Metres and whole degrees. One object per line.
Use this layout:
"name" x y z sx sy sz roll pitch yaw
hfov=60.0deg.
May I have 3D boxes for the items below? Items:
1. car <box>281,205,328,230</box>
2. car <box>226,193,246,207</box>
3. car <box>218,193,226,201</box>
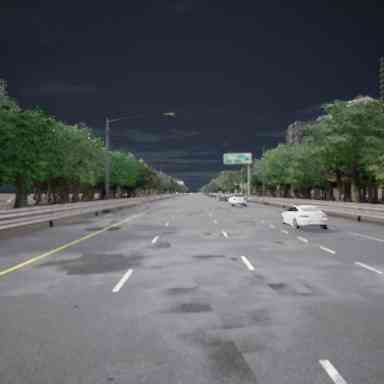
"car" 7.020 1.534 21.040 1.812 1.442 4.674 0 0 0
"car" 7.136 1.217 52.180 2.150 2.045 5.566 0 0 0
"car" 7.317 1.491 79.262 1.812 1.442 4.674 0 0 0
